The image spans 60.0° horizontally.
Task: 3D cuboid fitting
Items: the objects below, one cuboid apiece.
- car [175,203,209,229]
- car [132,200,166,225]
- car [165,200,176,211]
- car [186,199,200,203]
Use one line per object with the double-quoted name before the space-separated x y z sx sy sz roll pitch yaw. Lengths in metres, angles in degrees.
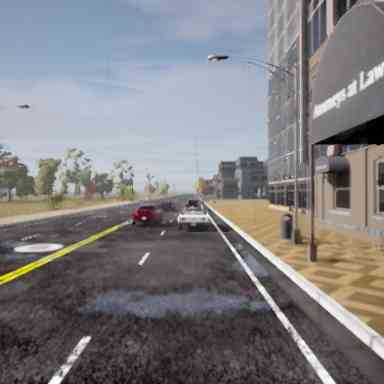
"car" 0.095 1.643 21.874 1.895 1.301 4.718 0 0 0
"car" -3.156 1.572 24.262 1.812 1.442 4.674 0 0 0
"car" -3.158 1.643 42.155 1.994 1.385 4.181 0 0 0
"car" 0.091 1.604 41.992 1.812 1.442 4.674 0 0 0
